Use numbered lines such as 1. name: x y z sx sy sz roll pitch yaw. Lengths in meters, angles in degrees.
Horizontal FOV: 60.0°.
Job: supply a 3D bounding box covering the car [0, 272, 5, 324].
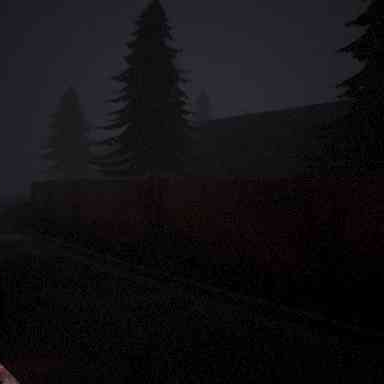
1. car: -4.727 1.365 5.630 4.892 1.490 1.837 2 1 45
